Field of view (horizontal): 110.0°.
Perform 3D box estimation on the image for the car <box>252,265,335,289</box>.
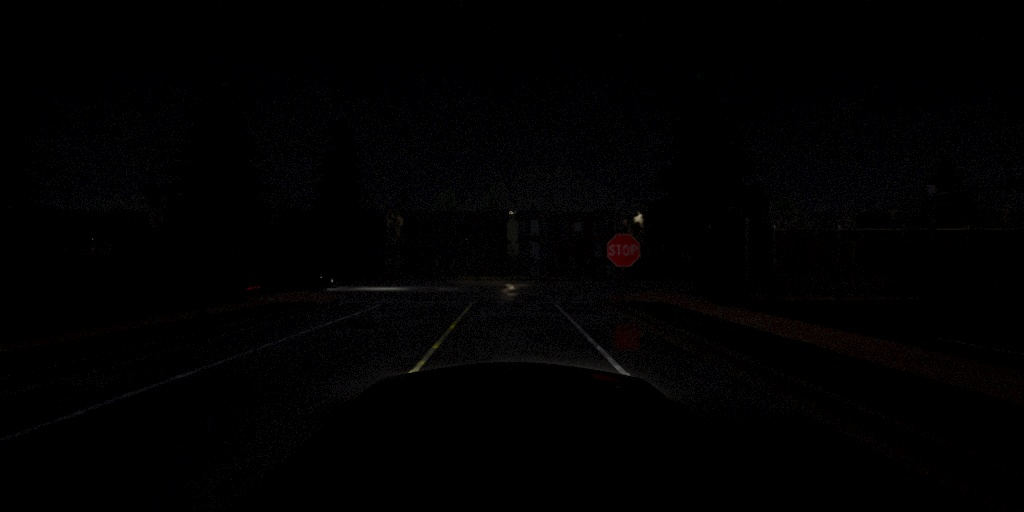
[{"bbox_3d":[-14.354,1.364,23.696,4.902,1.511,2.128,0,0,-1],"label":"car"}]
